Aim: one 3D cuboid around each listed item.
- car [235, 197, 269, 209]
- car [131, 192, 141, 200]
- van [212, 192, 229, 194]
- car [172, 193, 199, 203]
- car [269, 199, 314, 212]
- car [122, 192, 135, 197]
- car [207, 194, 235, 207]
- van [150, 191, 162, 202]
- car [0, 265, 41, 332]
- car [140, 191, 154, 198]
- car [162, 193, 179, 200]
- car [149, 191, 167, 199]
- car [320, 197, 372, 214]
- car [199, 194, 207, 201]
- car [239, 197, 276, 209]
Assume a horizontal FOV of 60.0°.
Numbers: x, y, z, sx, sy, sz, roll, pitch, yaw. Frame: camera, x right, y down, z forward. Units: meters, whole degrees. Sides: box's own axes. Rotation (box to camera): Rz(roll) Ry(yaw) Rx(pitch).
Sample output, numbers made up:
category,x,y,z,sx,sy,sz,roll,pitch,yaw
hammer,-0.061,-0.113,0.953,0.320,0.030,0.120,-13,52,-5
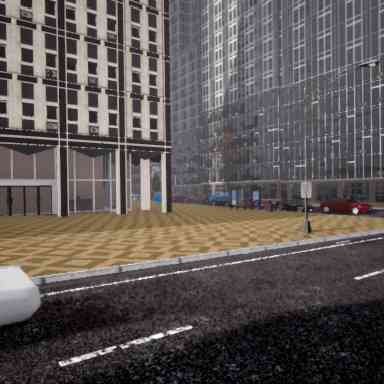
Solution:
category,x,y,z,sx,sy,sz,roll,pitch,yaw
car,7.526,1.385,39.860,1.802,1.307,4.206,-1,1,-34
car,-11.637,1.036,68.065,2.008,1.369,4.403,0,1,-34
van,4.907,0.851,58.721,1.690,1.788,3.998,-1,1,-34
car,-1.231,1.145,57.502,1.994,1.385,4.181,-1,1,-34
car,10.722,1.420,35.157,1.947,1.339,4.313,-1,1,-34
car,-17.558,0.684,91.558,2.008,1.369,4.403,0,1,-34
car,4.365,1.316,44.583,1.947,1.339,4.313,-1,1,-34
van,-5.218,0.934,58.681,1.690,1.788,3.998,0,1,-34
car,-4.681,1.602,4.339,4.718,1.301,1.895,0,0,-36
car,-11.140,0.682,82.175,1.967,1.590,4.097,0,1,-34
car,-4.721,0.931,72.796,1.802,1.307,4.206,0,1,-34
car,-7.930,0.610,77.484,2.192,1.841,5.009,0,1,-34
car,15.299,1.326,33.255,1.882,1.535,5.008,-1,1,-34
car,1.698,1.039,63.414,1.802,1.307,4.206,-1,1,-34
car,8.468,1.339,43.256,1.895,1.301,4.718,-1,1,-34
